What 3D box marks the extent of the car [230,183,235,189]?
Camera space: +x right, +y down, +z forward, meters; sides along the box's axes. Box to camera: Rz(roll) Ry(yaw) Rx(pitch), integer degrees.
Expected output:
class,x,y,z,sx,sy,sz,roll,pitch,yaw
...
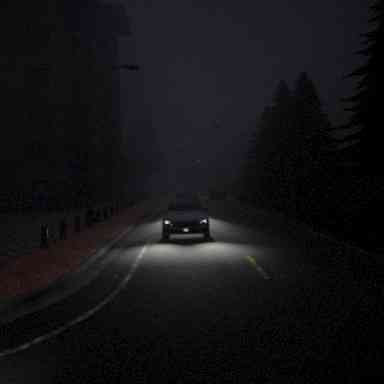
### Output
class,x,y,z,sx,sy,sz,roll,pitch,yaw
car,11.056,-1.680,75.929,4.605,1.855,1.932,-2,2,-2

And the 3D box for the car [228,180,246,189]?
class,x,y,z,sx,sy,sz,roll,pitch,yaw
car,10.598,-1.750,78.430,3.866,1.878,1.905,-2,2,-2

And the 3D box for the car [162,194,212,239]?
class,x,y,z,sx,sy,sz,roll,pitch,yaw
car,-0.287,1.040,14.560,1.812,1.442,4.674,-2,2,-1

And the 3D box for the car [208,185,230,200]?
class,x,y,z,sx,sy,sz,roll,pitch,yaw
car,2.957,0.080,39.397,1.882,1.535,5.008,-2,2,-1
